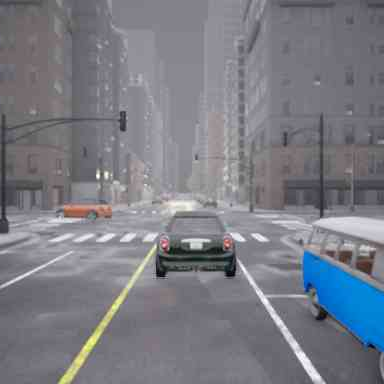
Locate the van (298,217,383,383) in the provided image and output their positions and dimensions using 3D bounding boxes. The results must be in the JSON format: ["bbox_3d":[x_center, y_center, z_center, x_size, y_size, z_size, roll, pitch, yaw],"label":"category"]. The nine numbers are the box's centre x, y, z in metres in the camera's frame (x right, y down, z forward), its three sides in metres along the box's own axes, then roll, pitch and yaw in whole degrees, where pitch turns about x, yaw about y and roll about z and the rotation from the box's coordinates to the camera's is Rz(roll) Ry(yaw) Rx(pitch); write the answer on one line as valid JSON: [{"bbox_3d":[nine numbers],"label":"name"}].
[{"bbox_3d":[2.859,1.340,4.729,1.690,1.788,3.998,0,0,0],"label":"van"}]

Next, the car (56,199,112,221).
[{"bbox_3d":[-8.926,1.351,27.411,4.553,1.767,2.097,0,0,21],"label":"car"}]

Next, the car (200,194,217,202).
[{"bbox_3d":[2.575,1.450,48.620,1.967,1.590,4.097,0,0,-1],"label":"car"}]

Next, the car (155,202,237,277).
[{"bbox_3d":[0.075,1.348,10.347,2.097,1.767,4.553,0,0,-1],"label":"car"}]

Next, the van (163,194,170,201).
[{"bbox_3d":[-6.817,1.427,88.021,1.690,1.788,3.998,0,0,-1],"label":"van"}]

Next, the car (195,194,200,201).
[{"bbox_3d":[2.079,1.614,71.230,1.802,1.307,4.206,0,0,-1],"label":"car"}]

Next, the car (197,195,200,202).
[{"bbox_3d":[2.327,1.600,59.927,1.802,1.307,4.206,0,0,-1],"label":"car"}]

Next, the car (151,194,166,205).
[{"bbox_3d":[-6.196,1.458,59.749,1.967,1.590,4.097,0,0,-1],"label":"car"}]

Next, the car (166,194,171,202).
[{"bbox_3d":[-6.569,1.363,76.710,2.192,1.841,5.009,0,0,-1],"label":"car"}]
